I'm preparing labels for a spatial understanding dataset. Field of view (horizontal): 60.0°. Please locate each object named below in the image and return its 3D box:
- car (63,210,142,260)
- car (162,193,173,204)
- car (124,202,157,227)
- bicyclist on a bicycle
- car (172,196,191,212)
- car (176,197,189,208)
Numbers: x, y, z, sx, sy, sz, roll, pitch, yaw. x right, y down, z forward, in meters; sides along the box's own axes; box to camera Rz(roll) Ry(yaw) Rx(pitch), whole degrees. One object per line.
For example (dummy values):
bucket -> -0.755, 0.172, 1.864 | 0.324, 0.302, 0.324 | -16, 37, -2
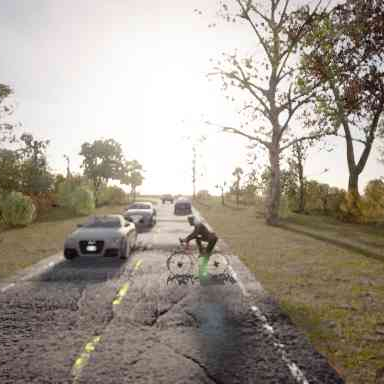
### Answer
car -> -3.192, 1.565, 12.315 | 1.994, 1.385, 4.181 | 0, 0, -2
car -> -4.870, 1.253, 67.077 | 2.150, 2.045, 5.566 | 0, 0, -2
car -> -3.521, 1.498, 23.126 | 2.128, 1.511, 4.902 | 0, 0, -2
bicyclist on a bicycle -> 0.165, 1.454, 8.847 | 1.656, 1.620, 0.582 | 0, 0, -2
car -> -1.062, 1.496, 38.274 | 1.882, 1.535, 5.008 | 0, 0, -2
car -> -1.445, 1.536, 50.349 | 1.837, 1.490, 4.892 | 0, 0, -2
